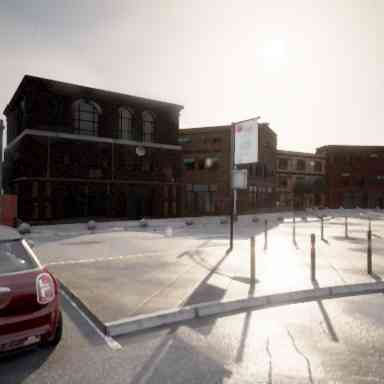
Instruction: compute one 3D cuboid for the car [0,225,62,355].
[{"bbox_3d":[-3.787,1.347,5.644,2.185,1.767,4.553,0,0,-36],"label":"car"}]
